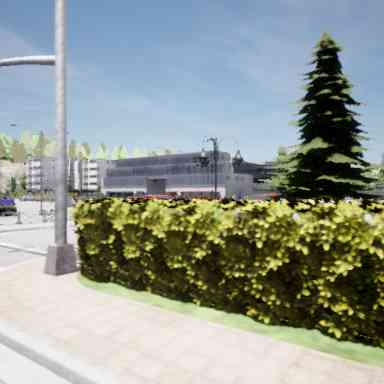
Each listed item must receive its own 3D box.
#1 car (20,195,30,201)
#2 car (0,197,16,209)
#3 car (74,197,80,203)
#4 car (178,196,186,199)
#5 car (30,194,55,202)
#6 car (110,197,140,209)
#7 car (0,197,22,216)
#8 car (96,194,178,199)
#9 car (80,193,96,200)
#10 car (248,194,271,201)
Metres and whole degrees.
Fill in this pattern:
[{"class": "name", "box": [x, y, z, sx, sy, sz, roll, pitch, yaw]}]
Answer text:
[{"class": "car", "box": [-35.699, 1.317, 72.897, 1.970, 1.475, 3.806, 0, 0, 36]}, {"class": "car", "box": [-25.243, 1.371, 43.402, 1.845, 1.501, 3.633, 0, 0, 36]}, {"class": "car", "box": [-19.924, 1.144, 61.926, 1.905, 1.878, 3.866, 0, 0, 36]}, {"class": "car", "box": [-2.330, 1.422, 49.584, 1.845, 1.501, 3.633, 0, 0, 36]}, {"class": "car", "box": [-30.304, 1.232, 69.407, 2.152, 1.636, 5.027, 0, 0, 36]}, {"class": "car", "box": [-9.087, 1.432, 45.307, 1.970, 1.475, 3.806, 0, 0, 36]}, {"class": "car", "box": [-17.545, 1.374, 28.459, 2.007, 1.523, 4.514, 0, 0, 36]}, {"class": "car", "box": [-3.713, 1.246, 23.599, 2.150, 2.045, 5.566, 0, 0, 35]}, {"class": "car", "box": [-17.326, 1.163, 60.562, 1.932, 1.855, 4.605, 0, 0, 36]}, {"class": "car", "box": [8.198, 1.257, 40.379, 2.150, 2.045, 5.566, 0, 0, 33]}]
